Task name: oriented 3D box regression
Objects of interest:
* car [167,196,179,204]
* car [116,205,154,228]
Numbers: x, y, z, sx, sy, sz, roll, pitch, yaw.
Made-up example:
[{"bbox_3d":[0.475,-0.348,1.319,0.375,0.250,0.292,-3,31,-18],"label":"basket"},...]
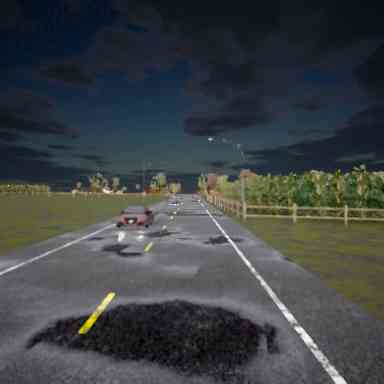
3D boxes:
[{"bbox_3d":[-3.543,1.437,62.748,1.812,1.442,4.674,0,0,1],"label":"car"},{"bbox_3d":[-3.602,1.537,21.613,1.994,1.385,4.181,0,0,0],"label":"car"}]
